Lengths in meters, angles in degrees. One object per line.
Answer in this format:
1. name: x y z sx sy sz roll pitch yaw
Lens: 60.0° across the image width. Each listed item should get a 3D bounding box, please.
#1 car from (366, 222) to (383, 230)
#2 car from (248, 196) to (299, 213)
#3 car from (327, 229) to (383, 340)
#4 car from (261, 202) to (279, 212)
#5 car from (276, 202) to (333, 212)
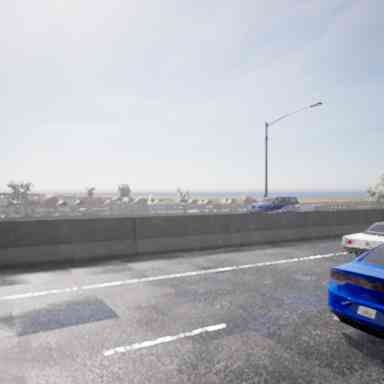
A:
1. car: 7.482 1.686 11.504 4.718 1.301 1.895 0 0 -29
2. car: 8.002 1.421 32.136 5.566 2.045 2.150 0 0 -30
3. car: 4.581 1.524 5.841 5.008 1.535 1.882 0 0 -29
4. car: 8.527 1.782 28.412 4.718 1.301 1.895 0 0 -30
5. car: 8.805 1.686 24.547 4.674 1.442 1.812 0 0 -29
